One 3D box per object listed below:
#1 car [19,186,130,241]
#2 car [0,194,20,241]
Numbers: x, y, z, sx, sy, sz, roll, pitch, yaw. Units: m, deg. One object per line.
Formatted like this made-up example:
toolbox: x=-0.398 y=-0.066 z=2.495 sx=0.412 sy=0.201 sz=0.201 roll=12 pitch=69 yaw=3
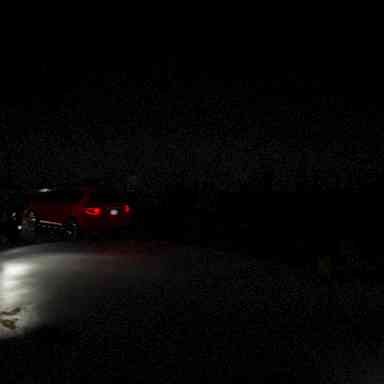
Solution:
car: x=-4.964 y=0.768 z=14.202 sx=5.566 sy=2.045 sz=2.150 roll=2 pitch=2 yaw=40
car: x=-8.528 y=0.742 z=12.740 sx=5.566 sy=2.045 sz=2.150 roll=2 pitch=2 yaw=43
